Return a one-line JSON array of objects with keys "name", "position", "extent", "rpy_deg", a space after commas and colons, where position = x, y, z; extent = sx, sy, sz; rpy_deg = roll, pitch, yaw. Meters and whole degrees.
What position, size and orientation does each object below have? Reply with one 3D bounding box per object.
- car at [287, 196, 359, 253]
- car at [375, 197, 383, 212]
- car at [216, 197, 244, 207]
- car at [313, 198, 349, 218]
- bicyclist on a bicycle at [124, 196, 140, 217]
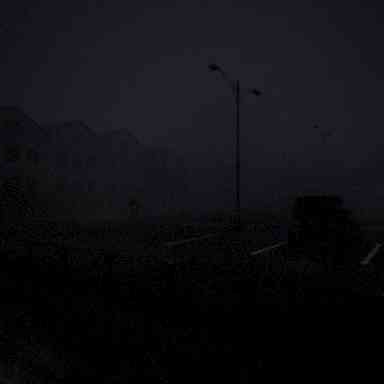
[{"name": "car", "position": [4.926, 1.079, 12.364], "extent": [1.905, 1.878, 3.866], "rpy_deg": [0, 0, 35]}, {"name": "car", "position": [19.290, 1.238, 32.738], "extent": [1.970, 1.475, 3.806], "rpy_deg": [0, 0, 35]}, {"name": "car", "position": [5.384, 1.366, 46.086], "extent": [2.033, 1.411, 5.357], "rpy_deg": [0, 0, 35]}, {"name": "car", "position": [12.236, 1.304, 29.085], "extent": [2.007, 1.523, 4.514], "rpy_deg": [0, 0, 35]}, {"name": "bicyclist on a bicycle", "position": [-4.581, 1.115, 25.312], "extent": [1.656, 1.620, 0.582], "rpy_deg": [0, 0, 35]}]
